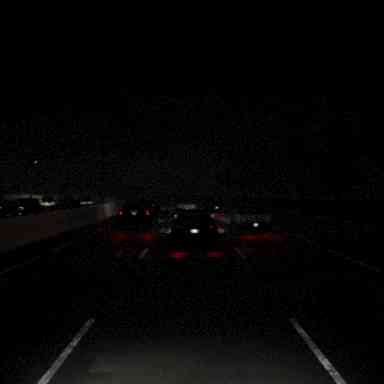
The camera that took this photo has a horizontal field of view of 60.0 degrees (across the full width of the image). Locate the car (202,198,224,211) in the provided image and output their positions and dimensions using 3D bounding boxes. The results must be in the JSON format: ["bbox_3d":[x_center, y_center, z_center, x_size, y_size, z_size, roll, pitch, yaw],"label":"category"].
[{"bbox_3d":[2.393,1.418,38.700,1.837,1.490,4.892,0,0,-8],"label":"car"}]

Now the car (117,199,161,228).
[{"bbox_3d":[-3.424,1.303,21.642,2.097,1.767,4.553,0,0,-1],"label":"car"}]

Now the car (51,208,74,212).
[{"bbox_3d":[-10.839,1.439,28.772,1.837,1.490,4.892,1,0,-3],"label":"car"}]

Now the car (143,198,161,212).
[{"bbox_3d":[-4.731,1.475,39.170,1.994,1.385,4.181,0,0,-8],"label":"car"}]

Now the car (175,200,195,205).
[{"bbox_3d":[-0.888,1.517,37.136,1.895,1.301,4.718,0,0,-7],"label":"car"}]

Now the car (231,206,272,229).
[{"bbox_3d":[3.589,1.553,21.006,1.895,1.301,4.718,0,0,0],"label":"car"}]

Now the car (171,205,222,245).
[{"bbox_3d":[0.101,1.529,15.302,1.994,1.385,4.181,0,0,0],"label":"car"}]

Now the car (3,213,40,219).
[{"bbox_3d":[-14.318,1.289,27.908,2.097,1.767,4.553,0,0,-3],"label":"car"}]
